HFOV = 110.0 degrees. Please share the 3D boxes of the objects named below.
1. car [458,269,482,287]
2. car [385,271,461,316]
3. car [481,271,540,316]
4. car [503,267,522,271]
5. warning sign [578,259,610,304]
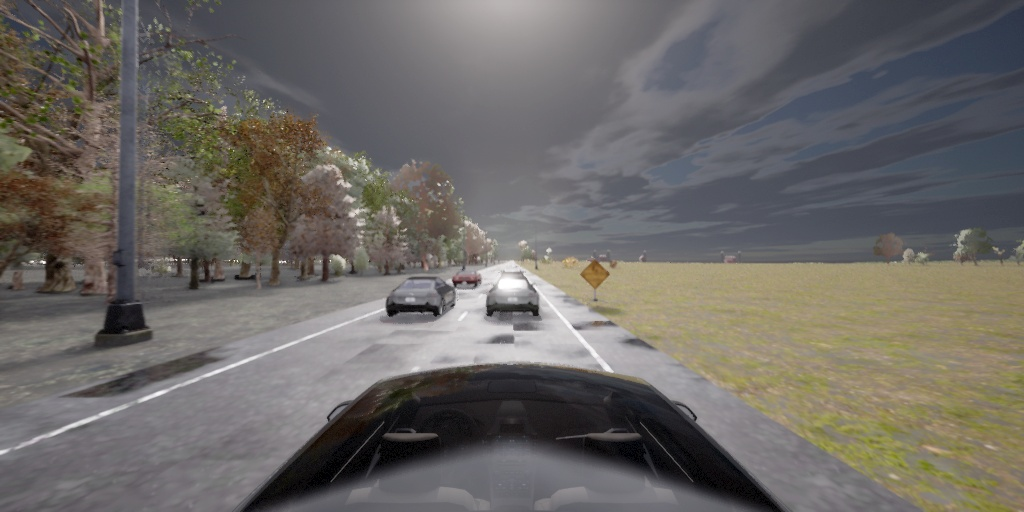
[{"bbox_3d":[-3.465,1.724,28.531,1.895,1.301,4.718,0,-1,1],"label":"car"},{"bbox_3d":[-3.455,1.489,14.293,1.994,1.385,4.181,0,-1,1],"label":"car"},{"bbox_3d":[0.045,1.490,14.369,1.994,1.385,4.181,0,-1,1],"label":"car"},{"bbox_3d":[0.042,1.623,29.138,2.128,1.511,4.902,0,-1,1],"label":"car"},{"bbox_3d":[3.548,1.053,15.256,1.300,1.860,1.060,0,0,0],"label":"warning sign"}]
